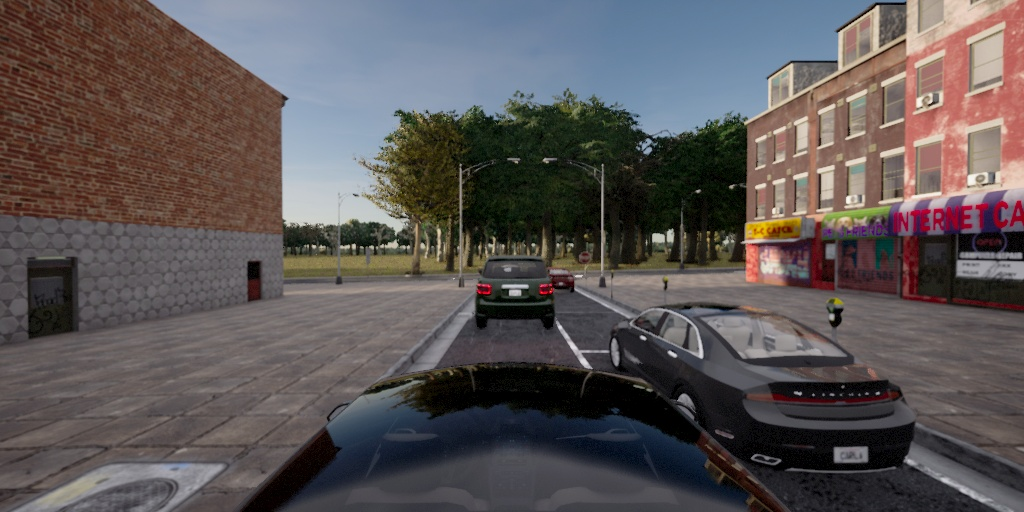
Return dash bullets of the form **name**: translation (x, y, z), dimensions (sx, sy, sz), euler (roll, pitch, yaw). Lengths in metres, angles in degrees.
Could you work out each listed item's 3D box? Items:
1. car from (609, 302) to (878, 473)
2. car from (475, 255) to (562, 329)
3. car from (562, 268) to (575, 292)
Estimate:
- **car**: translation (2.628, 1.307, 4.957), dimensions (2.007, 1.370, 4.403), euler (0, 0, 0)
- **car**: translation (0.075, 0.994, 11.535), dimensions (2.150, 2.045, 5.566), euler (0, 0, 0)
- **car**: translation (2.583, 1.339, 21.176), dimensions (1.888, 1.381, 4.507), euler (0, 0, 0)
